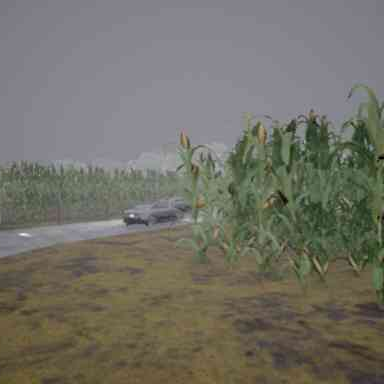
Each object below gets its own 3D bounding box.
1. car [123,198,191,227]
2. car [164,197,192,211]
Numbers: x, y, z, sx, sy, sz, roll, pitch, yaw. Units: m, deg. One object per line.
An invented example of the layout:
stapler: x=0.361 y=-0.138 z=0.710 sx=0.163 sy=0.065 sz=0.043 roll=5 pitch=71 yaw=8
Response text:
car: x=-2.280 y=1.306 z=20.728 sx=1.994 sy=1.385 sz=4.181 roll=0 pitch=1 yaw=36
car: x=-1.793 y=1.163 z=26.488 sx=2.128 sy=1.511 sz=4.902 roll=0 pitch=1 yaw=36
